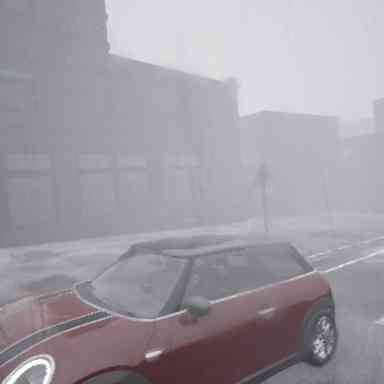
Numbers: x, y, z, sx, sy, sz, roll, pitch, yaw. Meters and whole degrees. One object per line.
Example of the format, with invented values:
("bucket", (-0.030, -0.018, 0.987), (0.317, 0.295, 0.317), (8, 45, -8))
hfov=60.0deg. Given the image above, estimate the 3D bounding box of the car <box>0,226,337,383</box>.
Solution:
("car", (-0.196, 1.387, 4.136), (4.553, 1.767, 2.097), (0, -1, -38))
